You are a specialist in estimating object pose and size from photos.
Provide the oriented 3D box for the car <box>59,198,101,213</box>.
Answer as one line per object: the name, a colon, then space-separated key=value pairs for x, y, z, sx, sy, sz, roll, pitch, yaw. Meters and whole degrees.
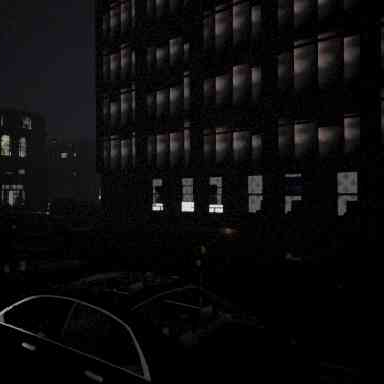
car: x=-12.177 y=1.683 z=37.276 sx=1.802 sy=1.307 sz=4.206 roll=-1 pitch=-1 yaw=36

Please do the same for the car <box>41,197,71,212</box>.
car: x=-16.374 y=1.489 z=41.397 sx=2.097 sy=1.767 sz=4.553 roll=0 pitch=-1 yaw=37

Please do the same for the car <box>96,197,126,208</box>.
car: x=-12.395 y=1.643 z=51.182 sx=1.967 sy=1.590 sz=4.097 roll=-1 pitch=-1 yaw=36

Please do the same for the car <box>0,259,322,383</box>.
car: x=-0.961 y=1.551 z=3.562 sx=4.403 sy=1.369 sz=2.008 roll=0 pitch=0 yaw=35
